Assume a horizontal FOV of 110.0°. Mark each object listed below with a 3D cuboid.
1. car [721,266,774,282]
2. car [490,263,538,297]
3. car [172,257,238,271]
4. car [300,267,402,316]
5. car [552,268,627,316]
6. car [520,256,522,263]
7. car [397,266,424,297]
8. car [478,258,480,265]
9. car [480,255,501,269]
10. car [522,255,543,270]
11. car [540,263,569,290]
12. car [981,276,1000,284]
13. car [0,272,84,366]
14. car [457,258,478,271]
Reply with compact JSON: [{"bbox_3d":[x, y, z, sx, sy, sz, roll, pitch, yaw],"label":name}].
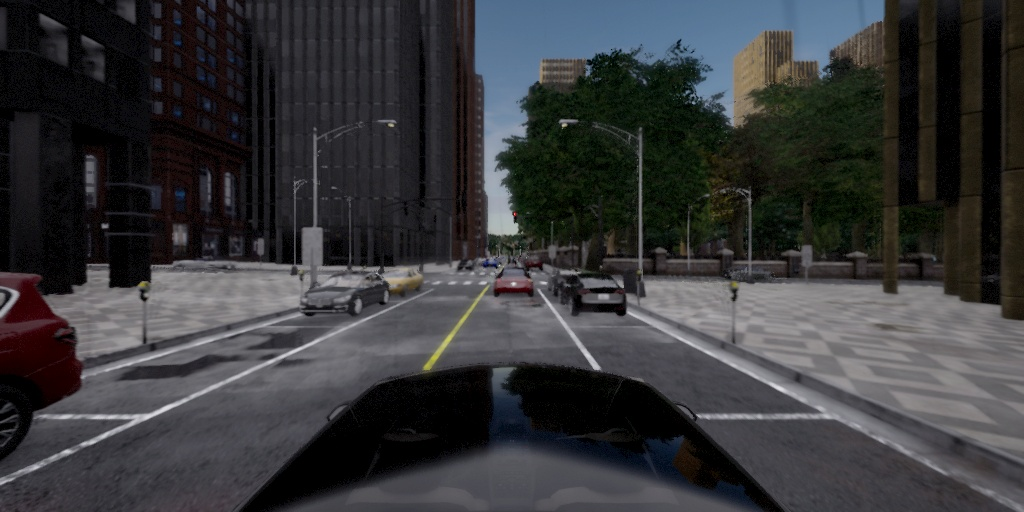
[{"bbox_3d":[21.805,1.632,33.253,4.181,1.385,1.994,1,0,0],"label":"car"},{"bbox_3d":[0.087,1.235,18.414,1.994,1.385,4.181,0,0,0],"label":"car"},{"bbox_3d":[-28.211,0.709,33.003,4.718,1.301,1.895,1,0,0],"label":"car"},{"bbox_3d":[-5.758,1.248,12.903,2.007,1.370,4.403,0,0,0],"label":"car"},{"bbox_3d":[2.767,1.262,12.908,1.948,1.339,4.313,0,0,0],"label":"car"},{"bbox_3d":[2.787,1.046,61.454,2.007,1.370,4.403,0,0,0],"label":"car"},{"bbox_3d":[-5.756,1.197,18.245,1.751,1.417,4.829,0,0,0],"label":"car"},{"bbox_3d":[-5.738,1.047,61.450,2.007,1.370,4.403,0,0,0],"label":"car"},{"bbox_3d":[-3.047,1.010,51.465,1.882,1.535,5.008,0,0,0],"label":"car"},{"bbox_3d":[2.780,0.870,45.085,2.192,1.841,5.009,0,0,0],"label":"car"},{"bbox_3d":[2.769,1.221,18.421,2.007,1.370,4.403,0,0,0],"label":"car"},{"bbox_3d":[46.130,2.179,33.310,4.718,1.301,1.895,1,0,0],"label":"car"},{"bbox_3d":[-5.763,1.065,1.878,2.192,1.841,5.009,0,0,0],"label":"car"},{"bbox_3d":[-5.745,1.122,45.079,1.948,1.339,4.313,0,0,0],"label":"car"}]
